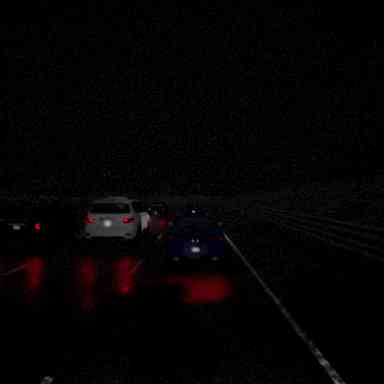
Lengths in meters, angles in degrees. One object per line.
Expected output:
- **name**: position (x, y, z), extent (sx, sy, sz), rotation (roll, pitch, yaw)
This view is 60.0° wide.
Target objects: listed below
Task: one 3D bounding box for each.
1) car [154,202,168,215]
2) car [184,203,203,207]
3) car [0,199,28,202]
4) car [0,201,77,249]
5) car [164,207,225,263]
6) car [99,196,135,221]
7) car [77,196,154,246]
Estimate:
- **car**: position (-3.378, 1.749, 33.005), extent (1.812, 1.442, 4.674), rotation (0, 0, -1)
- **car**: position (0.123, 1.786, 32.643), extent (1.994, 1.385, 4.181), rotation (0, 0, -1)
- **car**: position (-21.187, 1.765, 41.078), extent (2.128, 1.511, 4.902), rotation (0, 0, -1)
- **car**: position (-6.861, 1.446, 15.189), extent (2.097, 1.767, 4.553), rotation (0, 0, 0)
- **car**: position (0.123, 1.553, 12.270), extent (1.882, 1.535, 5.008), rotation (0, 0, 0)
- **car**: position (-6.854, 1.431, 31.074), extent (2.150, 2.045, 5.566), rotation (0, 0, 0)
- **car**: position (-3.359, 1.322, 15.880), extent (2.150, 2.045, 5.566), rotation (0, 0, 0)
